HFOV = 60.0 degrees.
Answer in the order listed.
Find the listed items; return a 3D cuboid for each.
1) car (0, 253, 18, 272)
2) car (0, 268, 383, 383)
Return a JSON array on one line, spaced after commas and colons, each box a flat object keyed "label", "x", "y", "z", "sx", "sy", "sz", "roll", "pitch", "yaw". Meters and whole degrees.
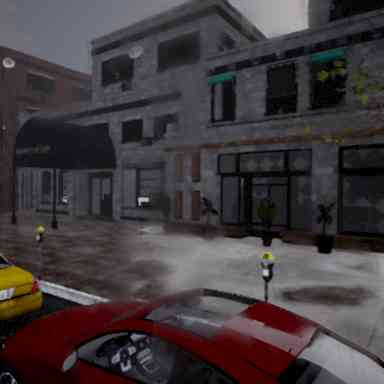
[{"label": "car", "x": -4.746, "y": 1.498, "z": 6.257, "sx": 4.829, "sy": 1.417, "sz": 1.752, "roll": 0, "pitch": 1, "yaw": 36}, {"label": "car", "x": -0.091, "y": 1.576, "z": 2.936, "sx": 4.206, "sy": 1.307, "sz": 1.802, "roll": 0, "pitch": 1, "yaw": 36}]
